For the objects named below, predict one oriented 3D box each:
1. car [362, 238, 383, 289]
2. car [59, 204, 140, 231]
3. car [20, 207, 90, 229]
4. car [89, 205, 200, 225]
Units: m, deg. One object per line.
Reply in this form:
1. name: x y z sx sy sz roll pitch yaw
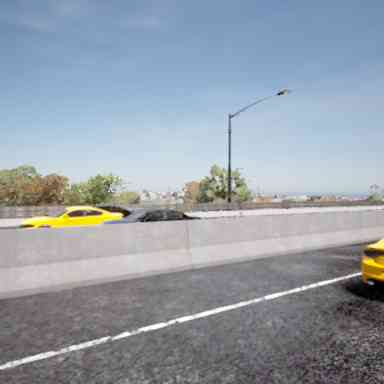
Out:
1. car: 6.112 1.529 8.055 5.008 1.535 1.882 0 0 -35
2. car: -5.833 1.561 21.289 4.674 1.442 1.812 0 0 -35
3. car: -5.954 1.499 16.919 5.008 1.535 1.882 0 0 -35
4. car: -1.882 1.514 15.511 5.008 1.535 1.882 0 0 -35
